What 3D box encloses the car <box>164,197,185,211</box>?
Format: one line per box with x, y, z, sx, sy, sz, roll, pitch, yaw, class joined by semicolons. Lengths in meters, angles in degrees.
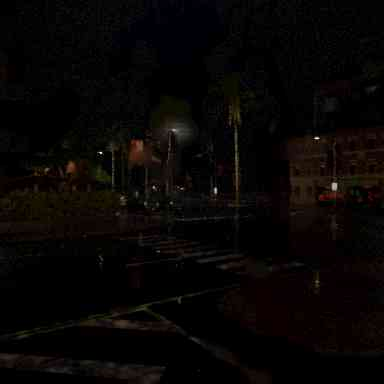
-2.750;1.352;40.905;2.097;1.767;4.553;0;0;-35;car

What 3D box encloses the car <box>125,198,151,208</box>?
-7.917;1.601;48.266;1.895;1.301;4.718;0;0;-35;car

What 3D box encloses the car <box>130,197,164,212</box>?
-5.585;1.352;38.846;2.097;1.767;4.553;0;0;-35;car

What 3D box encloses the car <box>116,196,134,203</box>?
-13.873;1.522;68.696;1.812;1.442;4.674;0;0;-39;car
